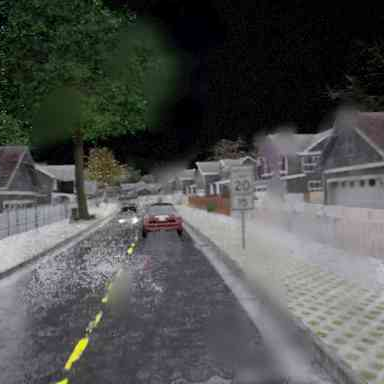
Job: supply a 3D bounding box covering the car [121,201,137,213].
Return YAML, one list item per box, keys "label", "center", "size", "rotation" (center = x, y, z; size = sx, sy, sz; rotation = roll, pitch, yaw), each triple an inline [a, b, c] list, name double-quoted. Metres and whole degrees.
- label: "car"
  center: [-7.645, 1.824, 40.489]
  size: [1.895, 1.301, 4.718]
  rotation: [-2, 0, -10]

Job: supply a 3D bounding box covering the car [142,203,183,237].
- label: "car"
  center: [-1.749, 1.386, 18.822]
  size: [2.097, 1.767, 4.553]
  rotation: [-2, 0, -7]
